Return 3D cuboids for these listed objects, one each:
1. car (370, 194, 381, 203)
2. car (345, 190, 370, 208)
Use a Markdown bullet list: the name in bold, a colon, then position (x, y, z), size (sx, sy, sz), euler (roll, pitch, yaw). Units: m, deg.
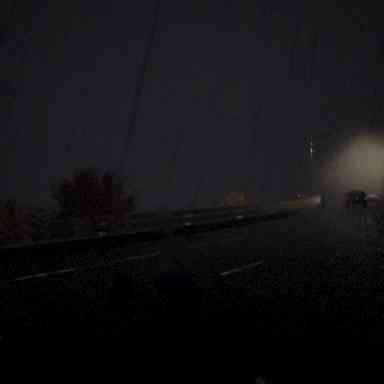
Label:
- **car**: position (28.069, 1.036, 52.109), size (1.994, 1.385, 4.181), euler (0, 0, 17)
- **car**: position (20.112, 0.824, 40.774), size (2.150, 2.045, 5.566), euler (0, 0, 24)
